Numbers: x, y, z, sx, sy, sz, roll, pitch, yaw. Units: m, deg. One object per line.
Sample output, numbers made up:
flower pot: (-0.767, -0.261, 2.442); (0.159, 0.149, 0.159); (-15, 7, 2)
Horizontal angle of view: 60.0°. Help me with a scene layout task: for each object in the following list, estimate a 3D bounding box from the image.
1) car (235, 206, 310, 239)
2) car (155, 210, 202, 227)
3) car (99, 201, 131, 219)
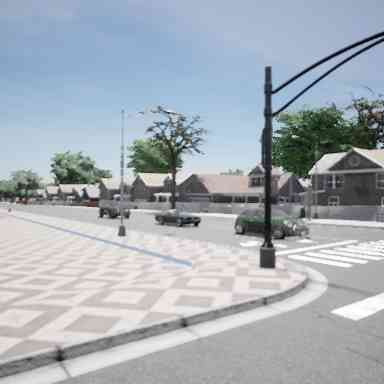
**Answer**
car: (4.714, 1.755, 19.993); (2.097, 1.767, 4.553); (0, -1, -37)
car: (-1.218, 2.196, 28.130); (1.895, 1.301, 4.718); (0, -1, -36)
car: (-9.201, 2.079, 39.195); (2.150, 2.045, 5.566); (0, -1, -35)
